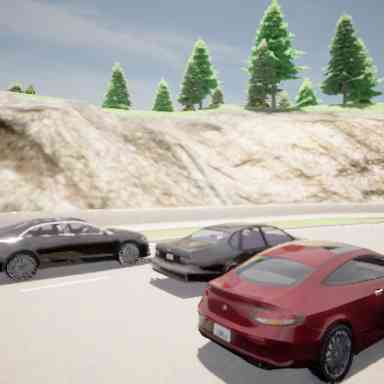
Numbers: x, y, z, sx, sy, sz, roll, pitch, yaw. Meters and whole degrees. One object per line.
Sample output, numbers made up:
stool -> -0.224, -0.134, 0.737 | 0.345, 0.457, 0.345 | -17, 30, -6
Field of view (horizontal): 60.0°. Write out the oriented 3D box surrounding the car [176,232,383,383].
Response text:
car -> 2.241, 1.521, 5.361 | 4.674, 1.442, 1.812 | 0, 0, -35

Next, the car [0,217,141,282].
car -> -3.599, 1.489, 9.798 | 4.902, 1.511, 2.128 | 0, 0, -35

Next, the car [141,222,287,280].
car -> 1.535, 1.541, 9.145 | 5.357, 1.411, 2.033 | 0, 0, -35
